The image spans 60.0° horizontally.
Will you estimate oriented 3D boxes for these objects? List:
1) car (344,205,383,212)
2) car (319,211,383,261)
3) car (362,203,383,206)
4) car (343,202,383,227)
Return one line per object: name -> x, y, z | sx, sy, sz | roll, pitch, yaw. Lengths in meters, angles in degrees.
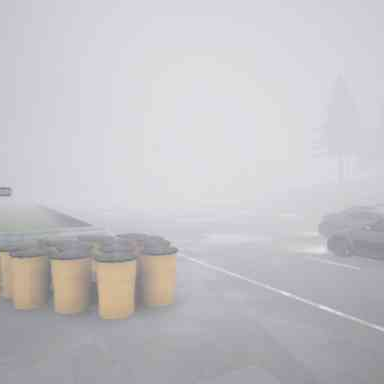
car -> 7.899, 1.504, 15.127 | 1.994, 1.385, 4.181 | -1, 0, -28
car -> 6.428, 1.512, 10.453 | 1.994, 1.385, 4.181 | -1, 0, -28
car -> 9.774, 1.453, 19.041 | 1.812, 1.442, 4.674 | -1, 0, -28
car -> 12.426, 1.431, 21.505 | 1.812, 1.442, 4.674 | -1, 0, -28
